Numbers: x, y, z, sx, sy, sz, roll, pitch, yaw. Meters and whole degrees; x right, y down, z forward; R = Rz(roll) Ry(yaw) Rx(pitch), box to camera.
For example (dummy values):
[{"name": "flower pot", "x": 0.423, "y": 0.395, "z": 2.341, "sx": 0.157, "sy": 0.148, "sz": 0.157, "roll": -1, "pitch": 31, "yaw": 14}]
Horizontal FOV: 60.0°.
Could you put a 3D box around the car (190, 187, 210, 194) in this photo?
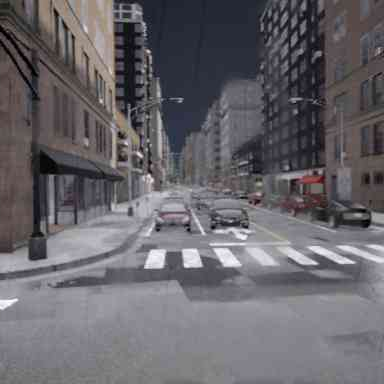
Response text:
[{"name": "car", "x": 0.678, "y": 0.440, "z": 42.555, "sx": 2.128, "sy": 1.511, "sz": 4.902, "roll": -1, "pitch": 2, "yaw": -2}]

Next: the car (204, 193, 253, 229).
[{"name": "car", "x": 1.801, "y": 1.048, "z": 17.754, "sx": 1.837, "sy": 1.490, "sz": 4.892, "roll": -1, "pitch": 1, "yaw": 1}]

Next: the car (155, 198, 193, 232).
[{"name": "car", "x": -0.954, "y": 1.171, "z": 17.024, "sx": 1.802, "sy": 1.307, "sz": 4.206, "roll": 0, "pitch": 1, "yaw": -3}]

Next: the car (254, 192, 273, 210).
[{"name": "car", "x": 7.067, "y": 0.781, "z": 28.454, "sx": 2.008, "sy": 1.369, "sz": 4.403, "roll": 0, "pitch": 1, "yaw": -3}]

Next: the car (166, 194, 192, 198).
[{"name": "car", "x": -1.202, "y": 1.023, "z": 22.546, "sx": 1.947, "sy": 1.339, "sz": 4.313, "roll": 0, "pitch": 1, "yaw": -3}]

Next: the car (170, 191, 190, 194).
[{"name": "car", "x": -1.449, "y": 0.876, "z": 28.068, "sx": 2.008, "sy": 1.369, "sz": 4.403, "roll": 0, "pitch": 1, "yaw": -3}]

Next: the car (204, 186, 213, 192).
[{"name": "car", "x": 4.345, "y": -0.791, "z": 89.210, "sx": 1.967, "sy": 1.590, "sz": 4.097, "roll": 0, "pitch": 1, "yaw": -3}]

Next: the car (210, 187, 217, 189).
[{"name": "car", "x": 5.335, "y": -0.134, "z": 67.119, "sx": 1.947, "sy": 1.339, "sz": 4.313, "roll": 0, "pitch": 1, "yaw": -3}]

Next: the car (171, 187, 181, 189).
[{"name": "car", "x": -2.430, "y": 0.325, "z": 49.986, "sx": 1.752, "sy": 1.417, "sz": 4.829, "roll": 0, "pitch": 1, "yaw": -3}]

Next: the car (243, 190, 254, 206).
[{"name": "car", "x": 6.820, "y": 0.642, "z": 33.977, "sx": 1.887, "sy": 1.381, "sz": 4.507, "roll": 0, "pitch": 1, "yaw": -3}]

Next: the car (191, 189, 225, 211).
[{"name": "car", "x": 1.276, "y": 0.765, "z": 29.007, "sx": 2.128, "sy": 1.511, "sz": 4.902, "roll": -1, "pitch": 2, "yaw": -2}]

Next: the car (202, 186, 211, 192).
[{"name": "car", "x": 4.098, "y": -0.924, "z": 94.734, "sx": 1.967, "sy": 1.590, "sz": 4.097, "roll": 0, "pitch": 1, "yaw": -3}]

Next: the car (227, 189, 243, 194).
[{"name": "car", "x": 6.325, "y": 0.399, "z": 45.025, "sx": 1.947, "sy": 1.339, "sz": 4.313, "roll": 0, "pitch": 1, "yaw": -3}]

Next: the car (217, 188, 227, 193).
[{"name": "car", "x": 5.830, "y": 0.118, "z": 56.072, "sx": 2.008, "sy": 1.369, "sz": 4.403, "roll": 0, "pitch": 1, "yaw": -3}]

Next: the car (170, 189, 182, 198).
[{"name": "car", "x": -2.686, "y": 0.228, "z": 55.679, "sx": 1.947, "sy": 1.339, "sz": 4.313, "roll": 0, "pitch": 1, "yaw": -3}]

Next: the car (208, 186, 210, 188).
[{"name": "car", "x": 5.088, "y": -0.251, "z": 72.643, "sx": 1.802, "sy": 1.307, "sz": 4.206, "roll": 0, "pitch": 1, "yaw": -3}]

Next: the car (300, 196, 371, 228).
[{"name": "car", "x": 7.562, "y": 1.060, "z": 17.407, "sx": 1.947, "sy": 1.339, "sz": 4.313, "roll": 0, "pitch": 1, "yaw": -3}]

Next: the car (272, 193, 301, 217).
[{"name": "car", "x": 7.315, "y": 0.906, "z": 22.930, "sx": 1.887, "sy": 1.381, "sz": 4.507, "roll": 0, "pitch": 1, "yaw": -3}]

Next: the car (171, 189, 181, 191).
[{"name": "car", "x": -1.696, "y": 0.738, "z": 33.590, "sx": 1.887, "sy": 1.381, "sz": 4.507, "roll": 0, "pitch": 1, "yaw": -3}]
